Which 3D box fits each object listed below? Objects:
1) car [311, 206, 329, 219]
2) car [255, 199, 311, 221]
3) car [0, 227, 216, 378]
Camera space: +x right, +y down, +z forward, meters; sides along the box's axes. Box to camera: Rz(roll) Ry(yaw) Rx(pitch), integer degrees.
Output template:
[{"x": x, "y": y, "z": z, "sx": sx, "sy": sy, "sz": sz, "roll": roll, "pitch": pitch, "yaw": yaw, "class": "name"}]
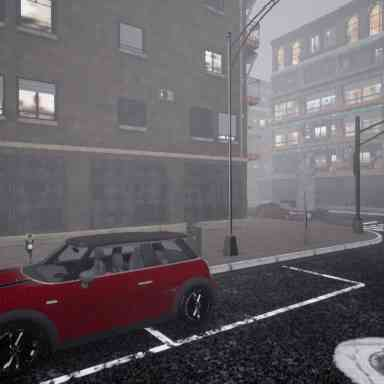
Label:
[{"x": 8.923, "y": 1.348, "z": 27.743, "sx": 1.882, "sy": 1.535, "sz": 5.008, "roll": -1, "pitch": 2, "yaw": -35, "class": "car"}, {"x": 6.834, "y": 1.473, "z": 26.225, "sx": 1.802, "sy": 1.307, "sz": 4.206, "roll": 0, "pitch": 0, "yaw": -35, "class": "car"}, {"x": -1.645, "y": 1.440, "z": 5.446, "sx": 4.097, "sy": 1.590, "sz": 1.967, "roll": 0, "pitch": 0, "yaw": -35, "class": "car"}]
